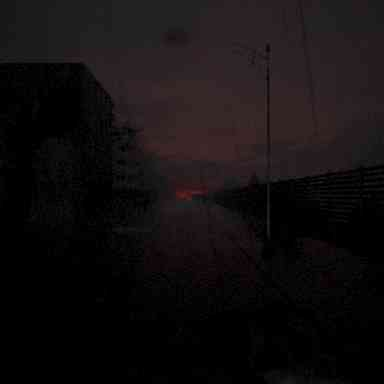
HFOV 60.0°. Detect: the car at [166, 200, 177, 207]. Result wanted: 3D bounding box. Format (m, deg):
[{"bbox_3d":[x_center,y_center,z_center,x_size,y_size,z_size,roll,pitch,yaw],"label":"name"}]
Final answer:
[{"bbox_3d":[-4.034,2.283,64.524,1.895,1.301,4.718,0,-1,1],"label":"car"}]
